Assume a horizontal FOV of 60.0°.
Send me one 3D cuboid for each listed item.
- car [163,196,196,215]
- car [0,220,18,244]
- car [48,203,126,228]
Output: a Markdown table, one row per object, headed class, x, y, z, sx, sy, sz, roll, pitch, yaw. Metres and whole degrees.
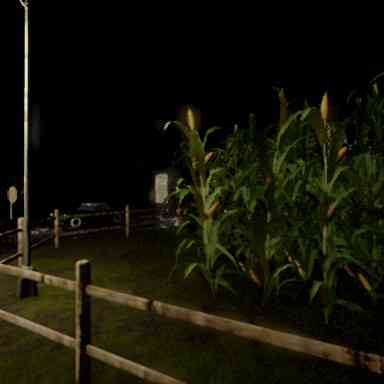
| class | x | y | z | sx | sy | sz | roll | pitch | yaw |
| --- | --- | --- | --- | --- | --- | --- | --- | --- | --- |
| car | -0.424 | 1.108 | 27.737 | 1.837 | 1.490 | 4.892 | 1 | 1 | 39 |
| car | -8.144 | 1.488 | 12.022 | 1.895 | 1.301 | 4.718 | 0 | 1 | 5 |
| car | -6.233 | 1.349 | 20.455 | 1.895 | 1.301 | 4.718 | 0 | 1 | 39 |
